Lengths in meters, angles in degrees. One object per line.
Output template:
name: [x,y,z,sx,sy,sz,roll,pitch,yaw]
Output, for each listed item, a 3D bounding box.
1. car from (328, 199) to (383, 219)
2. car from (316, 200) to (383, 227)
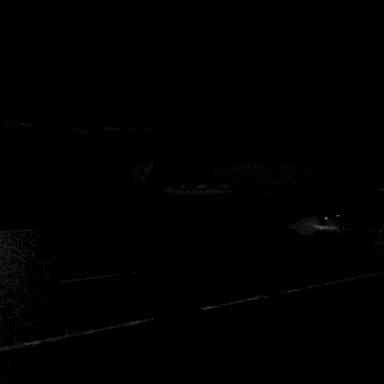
car: [13.991,1.382,27.687,5.357,1.411,2.033,-1,0,-28]
car: [10.115,1.444,21.667,4.181,1.385,1.994,-1,0,-28]
